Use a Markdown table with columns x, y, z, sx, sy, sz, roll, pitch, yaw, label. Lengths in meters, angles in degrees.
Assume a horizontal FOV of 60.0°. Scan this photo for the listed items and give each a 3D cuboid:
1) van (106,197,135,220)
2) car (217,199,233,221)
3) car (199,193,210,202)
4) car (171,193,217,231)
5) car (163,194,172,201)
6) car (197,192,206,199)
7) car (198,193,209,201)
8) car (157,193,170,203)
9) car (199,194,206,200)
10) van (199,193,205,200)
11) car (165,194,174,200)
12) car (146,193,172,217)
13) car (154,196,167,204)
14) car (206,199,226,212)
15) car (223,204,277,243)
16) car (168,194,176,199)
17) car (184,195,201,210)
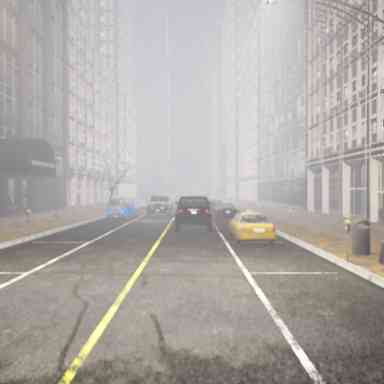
| x | y | z | sx | sy | sz | roll | pitch | yaw | label |
| --- | --- | --- | --- | --- | --- | --- | --- | --- | --- |
| -5.700 | 1.290 | 26.858 | 1.690 | 1.788 | 3.998 | 0 | 0 | 0 | van |
| 2.681 | 1.515 | 26.856 | 1.947 | 1.339 | 4.313 | 0 | 0 | 0 | car |
| 2.671 | 1.139 | 72.442 | 2.192 | 1.841 | 5.009 | 0 | 0 | 0 | car |
| 0.097 | 1.185 | 20.485 | 2.150 | 2.045 | 5.566 | 0 | 0 | 0 | car |
| -5.710 | 1.244 | 78.141 | 1.967 | 1.590 | 4.097 | 0 | 0 | 0 | car |
| 2.666 | 1.055 | 95.235 | 2.192 | 1.841 | 5.009 | 0 | 0 | 0 | car |
| 2.670 | 1.119 | 78.140 | 2.192 | 1.841 | 5.009 | 0 | 0 | 0 | car |
| -5.709 | 1.157 | 66.745 | 2.192 | 1.841 | 5.009 | 0 | 0 | 0 | car |
| 2.669 | 1.308 | 84.009 | 1.752 | 1.417 | 4.829 | 0 | 0 | 0 | car |
| 2.667 | 1.103 | 89.537 | 1.690 | 1.788 | 3.998 | 0 | 0 | 0 | van |
| -5.711 | 1.223 | 83.840 | 1.967 | 1.590 | 4.097 | 0 | 0 | 0 | car |
| -3.007 | 1.249 | 31.549 | 2.150 | 2.045 | 5.566 | 0 | 0 | 0 | car |
| -5.707 | 1.405 | 61.047 | 1.887 | 1.381 | 4.507 | 0 | 0 | 0 | car |
| 2.679 | 1.488 | 38.252 | 1.947 | 1.339 | 4.313 | 0 | 0 | 0 | car |
| 2.684 | 1.498 | 15.629 | 1.752 | 1.417 | 4.829 | 0 | 0 | 0 | car |
| -5.714 | 1.290 | 95.237 | 2.008 | 1.369 | 4.403 | 0 | 0 | 0 | car |
| 0.093 | 1.264 | 42.361 | 2.097 | 1.767 | 4.553 | 0 | 0 | 0 | car |
